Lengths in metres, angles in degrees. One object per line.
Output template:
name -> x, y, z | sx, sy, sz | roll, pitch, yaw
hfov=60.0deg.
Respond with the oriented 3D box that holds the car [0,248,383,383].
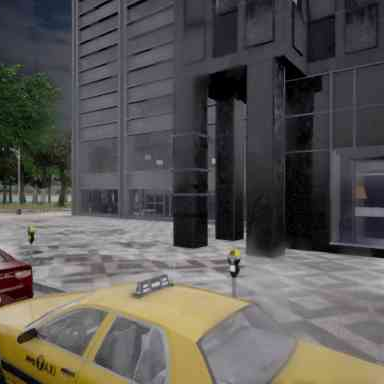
car -> -0.591, 1.525, 3.384 | 4.829, 1.417, 1.752 | 0, 0, 36
